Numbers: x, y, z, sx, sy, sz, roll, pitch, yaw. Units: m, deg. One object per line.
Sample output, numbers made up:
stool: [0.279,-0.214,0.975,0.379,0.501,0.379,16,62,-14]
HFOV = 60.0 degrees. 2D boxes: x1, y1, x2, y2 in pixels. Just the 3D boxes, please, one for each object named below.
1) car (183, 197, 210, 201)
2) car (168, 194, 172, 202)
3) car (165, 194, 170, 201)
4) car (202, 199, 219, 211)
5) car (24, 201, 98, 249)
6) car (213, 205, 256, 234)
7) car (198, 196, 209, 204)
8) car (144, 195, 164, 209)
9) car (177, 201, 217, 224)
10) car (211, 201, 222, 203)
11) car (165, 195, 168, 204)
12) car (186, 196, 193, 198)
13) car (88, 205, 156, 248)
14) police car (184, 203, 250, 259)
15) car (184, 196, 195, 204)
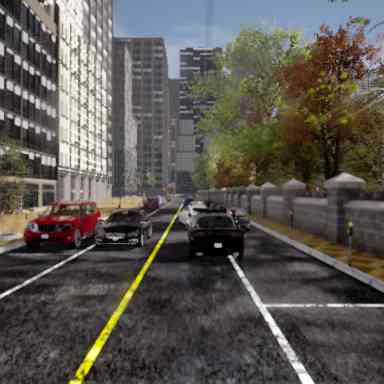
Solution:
car: [0.416,1.517,28.984,1.801,1.575,5.366,0,0,4]
car: [-5.880,1.464,81.432,2.192,1.841,5.009,0,0,0]
car: [-5.894,1.649,64.639,1.752,1.417,4.829,0,0,0]
car: [2.302,1.653,42.600,1.947,1.339,4.313,0,0,0]
car: [-5.510,1.348,14.940,2.192,1.841,5.009,0,0,0]
car: [2.474,1.595,20.401,2.008,1.369,4.403,0,0,0]
car: [2.129,1.564,64.798,1.967,1.590,4.097,0,0,0]
car: [-5.767,1.412,48.187,2.192,1.841,5.009,0,0,0]
car: [0.246,1.574,22.553,1.812,1.442,4.674,0,0,-13]
car: [2.431,1.637,25.951,1.802,1.307,4.206,0,0,0]
car: [-5.853,1.697,59.269,1.802,1.307,4.206,0,0,0]
car: [-0.289,1.573,47.353,1.882,1.535,5.008,0,0,0]
car: [-2.903,1.538,14.949,1.837,1.490,4.892,0,0,0]
police car: [0.790,1.454,12.870,1.930,1.638,5.238,0,0,0]
car: [-0.459,1.612,68.159,2.128,1.511,4.902,0,0,0]
